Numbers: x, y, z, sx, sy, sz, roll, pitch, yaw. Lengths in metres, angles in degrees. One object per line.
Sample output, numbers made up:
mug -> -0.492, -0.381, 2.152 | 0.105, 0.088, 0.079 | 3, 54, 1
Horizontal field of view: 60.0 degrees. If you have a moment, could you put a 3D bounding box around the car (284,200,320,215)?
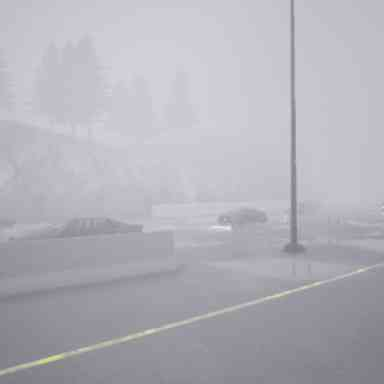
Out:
car -> 12.339, 1.880, 37.839 | 1.895, 1.301, 4.718 | -1, -1, 44

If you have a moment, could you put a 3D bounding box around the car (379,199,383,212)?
car -> 26.177, 1.469, 42.853 | 2.150, 2.045, 5.566 | -1, 0, 40

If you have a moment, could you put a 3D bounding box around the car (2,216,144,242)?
car -> -4.523, 1.700, 13.719 | 5.357, 1.411, 2.033 | 0, -1, -37

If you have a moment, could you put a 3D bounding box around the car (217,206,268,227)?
car -> 3.869, 1.774, 25.000 | 4.181, 1.385, 1.994 | 0, -1, -41

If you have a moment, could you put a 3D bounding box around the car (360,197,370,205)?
car -> 36.631, 1.788, 70.050 | 2.097, 1.767, 4.553 | -1, -1, 31

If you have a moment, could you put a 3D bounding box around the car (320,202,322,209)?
car -> 17.670, 1.877, 49.048 | 1.812, 1.442, 4.674 | -1, -1, 40

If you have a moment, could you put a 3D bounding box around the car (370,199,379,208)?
car -> 31.544, 1.860, 55.567 | 1.812, 1.442, 4.674 | -1, 0, 36

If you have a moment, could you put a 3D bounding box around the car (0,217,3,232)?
car -> -13.444, 1.861, 20.222 | 4.718, 1.301, 1.895 | 0, -1, -36
